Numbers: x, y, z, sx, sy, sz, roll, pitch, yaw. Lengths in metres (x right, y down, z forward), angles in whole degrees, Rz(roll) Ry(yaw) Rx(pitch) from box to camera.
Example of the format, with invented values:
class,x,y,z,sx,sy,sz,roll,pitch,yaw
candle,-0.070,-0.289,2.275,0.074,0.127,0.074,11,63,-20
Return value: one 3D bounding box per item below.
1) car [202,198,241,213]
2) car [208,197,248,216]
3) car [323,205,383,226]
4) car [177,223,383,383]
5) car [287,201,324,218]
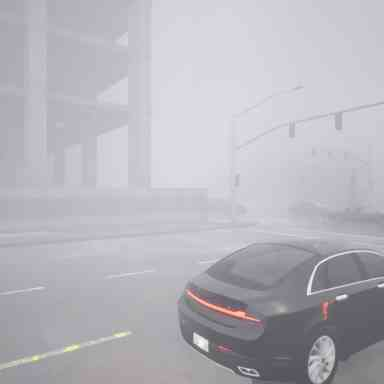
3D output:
class,x,y,z,sx,sy,sz,roll,pitch,yaw
car,3.329,1.506,38.726,1.837,1.490,4.892,0,0,-36
car,3.335,1.352,32.749,2.097,1.767,4.553,0,0,-36
car,11.402,1.601,21.616,1.895,1.301,4.718,0,0,-36
car,2.088,1.505,5.280,4.892,1.490,1.837,0,0,-35
car,10.604,1.525,29.205,1.812,1.442,4.674,0,0,-41
